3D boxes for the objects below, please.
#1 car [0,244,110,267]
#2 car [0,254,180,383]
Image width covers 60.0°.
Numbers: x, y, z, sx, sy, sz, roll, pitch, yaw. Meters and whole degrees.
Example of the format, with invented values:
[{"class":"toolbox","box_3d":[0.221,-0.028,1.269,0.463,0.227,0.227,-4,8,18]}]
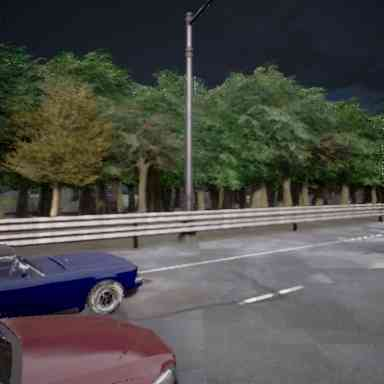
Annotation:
[{"class":"car","box_3d":[-3.275,1.579,5.718,4.718,1.301,1.895,-1,0,-36]},{"class":"car","box_3d":[-2.239,1.526,2.150,4.674,1.442,1.812,0,0,-36]}]
